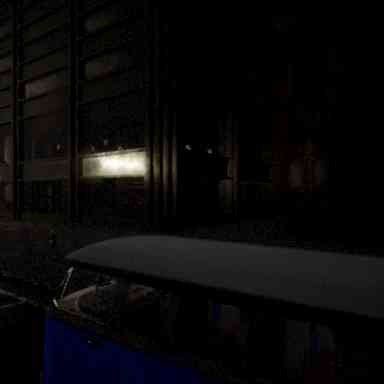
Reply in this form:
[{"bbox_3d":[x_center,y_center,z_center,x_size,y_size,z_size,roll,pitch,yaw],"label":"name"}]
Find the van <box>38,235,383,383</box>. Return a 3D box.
[{"bbox_3d":[0.433,1.343,2.656,3.998,1.788,1.690,0,0,36],"label":"van"}]
